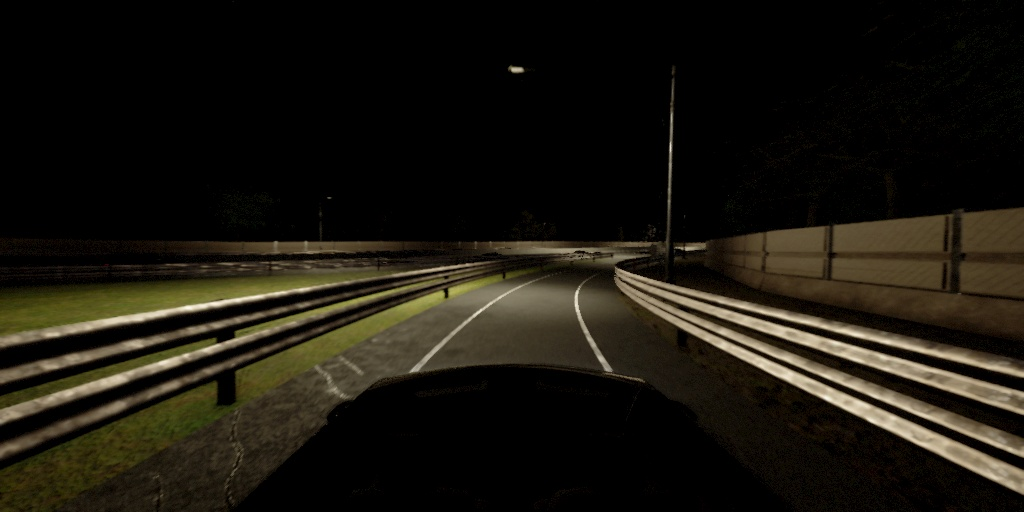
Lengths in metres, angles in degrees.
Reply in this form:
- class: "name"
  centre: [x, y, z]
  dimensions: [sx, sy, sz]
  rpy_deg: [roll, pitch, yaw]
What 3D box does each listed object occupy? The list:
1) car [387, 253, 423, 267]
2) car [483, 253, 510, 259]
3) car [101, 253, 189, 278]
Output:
- class: "car"
  centre: [-14.182, 0.470, 47.921]
  dimensions: [4.553, 1.767, 2.097]
  rpy_deg: [-2, 3, -40]
- class: "car"
  centre: [-2.413, 0.180, 57.664]
  dimensions: [4.892, 1.490, 1.837]
  rpy_deg: [-2, 4, -40]
- class: "car"
  centre: [-32.912, 0.782, 32.407]
  dimensions: [5.566, 2.045, 2.150]
  rpy_deg: [-1, 3, -40]
